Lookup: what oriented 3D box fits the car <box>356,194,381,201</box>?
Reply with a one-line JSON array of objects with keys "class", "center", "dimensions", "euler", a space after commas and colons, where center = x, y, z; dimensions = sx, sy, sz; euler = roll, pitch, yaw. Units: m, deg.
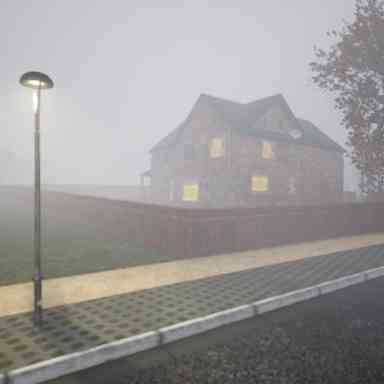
[{"class": "car", "center": [22.449, 0.709, 41.008], "dimensions": [2.033, 1.411, 5.357], "euler": [1, 2, -4]}]
